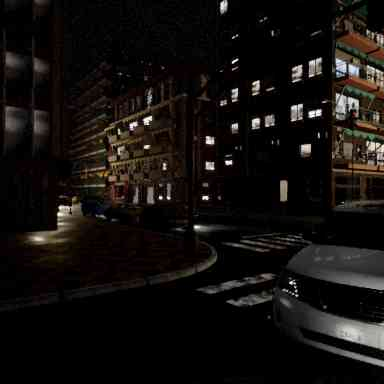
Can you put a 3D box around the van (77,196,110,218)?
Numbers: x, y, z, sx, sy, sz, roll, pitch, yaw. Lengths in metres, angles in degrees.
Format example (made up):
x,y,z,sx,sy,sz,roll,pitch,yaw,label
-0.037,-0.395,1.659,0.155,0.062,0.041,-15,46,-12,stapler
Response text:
x,y,z,sx,sy,sz,roll,pitch,yaw,label
-8.323,1.265,29.010,1.690,1.788,3.998,0,0,-36,van

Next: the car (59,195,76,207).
x,y,z,sx,sy,sz,roll,pitch,yaw,label
-18.689,1.473,48.014,1.994,1.385,4.181,0,0,-35,car

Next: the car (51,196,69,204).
x,y,z,sx,sy,sz,roll,pitch,yaw,label
-24.402,1.456,61.292,2.033,1.411,5.357,0,0,-35,car

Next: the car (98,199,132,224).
x,y,z,sx,sy,sz,roll,pitch,yaw,label
-4.920,1.458,24.272,1.752,1.417,4.829,0,0,-36,car

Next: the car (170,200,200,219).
x,y,z,sx,sy,sz,roll,pitch,yaw,label
-1.697,1.496,24.224,2.033,1.411,5.357,0,0,-36,car

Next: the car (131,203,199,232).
x,y,z,sx,sy,sz,roll,pitch,yaw,label
-1.716,1.525,19.811,1.802,1.307,4.206,0,0,-36,car

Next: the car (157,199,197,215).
x,y,z,sx,sy,sz,roll,pitch,yaw,label
-1.618,1.487,34.037,1.752,1.417,4.829,0,0,-36,car

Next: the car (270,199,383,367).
x,y,z,sx,sy,sz,roll,pitch,yaw,label
3.426,1.206,5.922,2.150,2.045,5.566,2,2,37,car

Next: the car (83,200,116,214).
x,y,z,sx,sy,sz,roll,pitch,yaw,label
-10.026,1.528,35.830,1.895,1.301,4.718,0,0,-36,car

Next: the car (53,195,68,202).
x,y,z,sx,sy,sz,roll,pitch,yaw,label
-27.954,1.360,70.697,1.967,1.590,4.097,0,0,-36,car
